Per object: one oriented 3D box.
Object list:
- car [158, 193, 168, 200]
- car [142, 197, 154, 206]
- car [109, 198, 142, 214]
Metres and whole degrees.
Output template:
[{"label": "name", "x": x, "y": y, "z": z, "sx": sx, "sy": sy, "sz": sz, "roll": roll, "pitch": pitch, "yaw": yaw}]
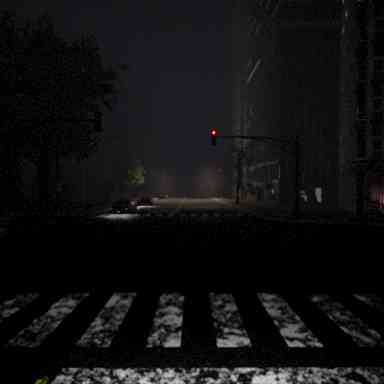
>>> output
[{"label": "car", "x": -6.728, "y": 0.969, "z": 78.078, "sx": 2.097, "sy": 1.767, "sz": 4.553, "roll": 0, "pitch": 0, "yaw": 0}, {"label": "car", "x": -6.641, "y": 1.358, "z": 48.355, "sx": 1.994, "sy": 1.385, "sz": 4.181, "roll": 0, "pitch": 1, "yaw": 0}, {"label": "car", "x": -6.604, "y": 1.396, "z": 32.580, "sx": 2.033, "sy": 1.411, "sz": 5.357, "roll": 0, "pitch": 1, "yaw": 0}]
